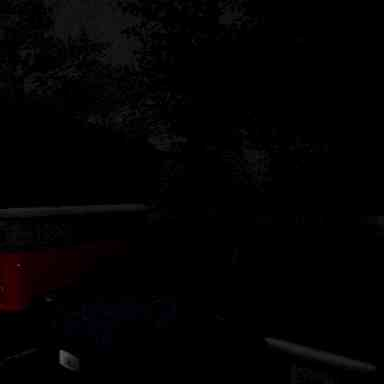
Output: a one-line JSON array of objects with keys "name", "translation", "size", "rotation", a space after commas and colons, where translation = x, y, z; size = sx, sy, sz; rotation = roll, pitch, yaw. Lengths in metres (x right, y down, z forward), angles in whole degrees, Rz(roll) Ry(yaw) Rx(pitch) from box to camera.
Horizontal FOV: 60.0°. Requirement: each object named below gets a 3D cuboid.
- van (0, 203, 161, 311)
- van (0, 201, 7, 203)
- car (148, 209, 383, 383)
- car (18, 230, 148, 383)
[{"name": "van", "translation": [-2.276, 1.273, 7.528], "size": [1.878, 1.987, 4.442], "rotation": [0, 0, 36]}, {"name": "van", "translation": [-9.052, 1.331, 12.085], "size": [1.878, 1.987, 4.442], "rotation": [-1, 0, 35]}, {"name": "car", "translation": [2.284, 1.230, 4.167], "size": [2.435, 2.045, 5.566], "rotation": [0, 0, 35]}, {"name": "car", "translation": [-0.003, 1.518, 5.728], "size": [2.163, 1.488, 4.792], "rotation": [0, 0, 35]}]
